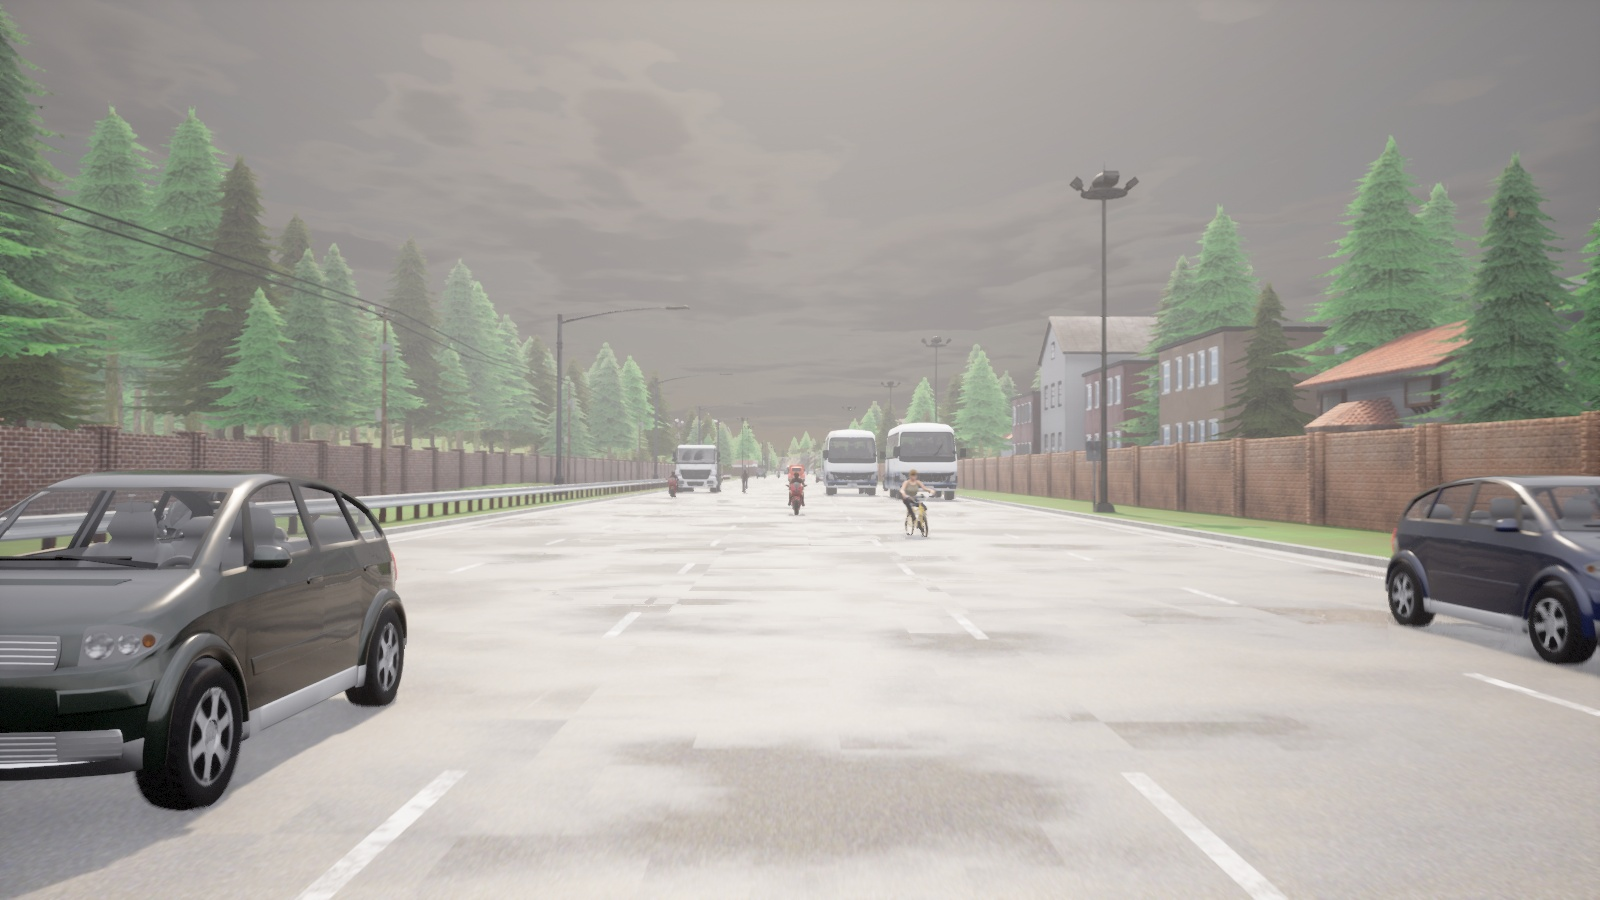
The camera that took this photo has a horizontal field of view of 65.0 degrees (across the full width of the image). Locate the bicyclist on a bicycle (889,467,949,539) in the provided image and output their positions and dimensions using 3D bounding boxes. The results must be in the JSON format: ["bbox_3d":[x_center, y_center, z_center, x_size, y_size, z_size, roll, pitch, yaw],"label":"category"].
[{"bbox_3d":[2.818,1.240,29.818,0.866,1.612,1.509,-3,0,-15],"label":"bicyclist on a bicycle"}]

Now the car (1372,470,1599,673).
[{"bbox_3d":[6.971,0.958,11.471,1.789,1.549,3.705,0,-1,0],"label":"car"}]

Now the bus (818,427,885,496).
[{"bbox_3d":[3.288,0.818,83.138,3.944,4.253,10.273,0,-1,0],"label":"bus"}]

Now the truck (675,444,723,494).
[{"bbox_3d":[-7.230,1.383,90.787,2.891,3.462,7.936,0,-1,0],"label":"truck"}]

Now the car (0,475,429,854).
[{"bbox_3d":[-3.518,0.925,7.043,1.789,1.549,3.705,0,-1,0],"label":"car"}]

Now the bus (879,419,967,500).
[{"bbox_3d":[6.817,0.605,71.277,3.944,4.253,10.273,0,-1,0],"label":"bus"}]

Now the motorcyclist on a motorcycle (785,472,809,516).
[{"bbox_3d":[-0.110,1.539,44.241,0.797,1.523,2.044,0,-1,0],"label":"motorcyclist on a motorcycle"}]
